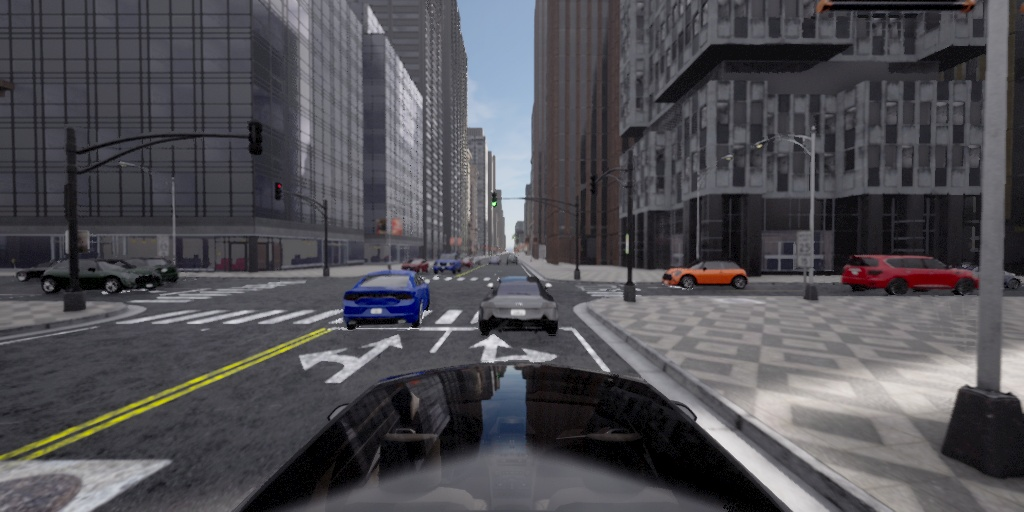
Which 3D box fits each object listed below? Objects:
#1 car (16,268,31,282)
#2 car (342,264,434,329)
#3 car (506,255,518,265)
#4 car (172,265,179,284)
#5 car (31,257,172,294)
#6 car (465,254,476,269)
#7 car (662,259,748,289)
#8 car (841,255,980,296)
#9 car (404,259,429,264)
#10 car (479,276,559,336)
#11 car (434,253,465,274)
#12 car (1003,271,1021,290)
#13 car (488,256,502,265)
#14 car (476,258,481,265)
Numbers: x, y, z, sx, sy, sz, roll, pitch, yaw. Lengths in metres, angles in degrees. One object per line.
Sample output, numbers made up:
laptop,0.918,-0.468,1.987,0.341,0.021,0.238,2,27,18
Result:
car,-30.539,0.990,24.257,4.313,1.339,1.948,0,0,0
car,-3.657,1.168,11.133,1.882,1.535,5.008,0,0,-9
car,0.012,0.708,65.323,2.097,1.767,4.553,0,0,0
car,-23.074,0.864,21.647,4.553,1.767,2.097,0,1,0
car,-20.950,0.936,18.489,4.553,1.767,2.097,0,1,-1
car,-6.568,0.927,50.084,1.882,1.535,5.008,0,0,0
car,11.553,1.019,21.691,4.553,1.767,2.097,0,1,0
car,20.454,0.980,18.582,5.566,2.045,2.150,0,1,0
car,-9.839,1.008,36.732,1.882,1.535,5.008,0,0,0
car,0.213,1.258,10.287,1.994,1.385,4.181,0,0,2
car,-6.589,0.750,37.078,2.150,2.045,5.566,0,0,0
car,27.787,1.283,21.782,4.181,1.385,1.994,0,1,0
car,-3.238,0.920,65.322,1.994,1.385,4.181,0,0,0
car,-6.532,0.860,63.250,2.128,1.511,4.902,0,0,1
